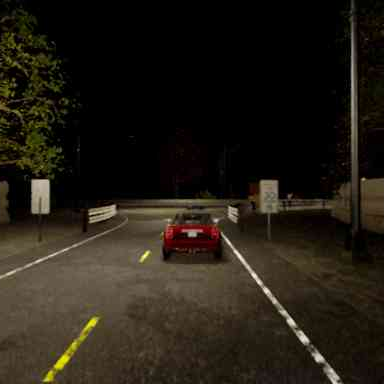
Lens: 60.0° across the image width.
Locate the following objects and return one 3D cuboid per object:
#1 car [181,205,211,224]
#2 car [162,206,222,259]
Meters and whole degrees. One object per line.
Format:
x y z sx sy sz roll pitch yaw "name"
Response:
0.427 1.857 28.217 1.994 1.385 4.181 0 -1 8 "car"
0.026 1.491 13.432 2.097 1.767 4.553 0 -1 0 "car"
